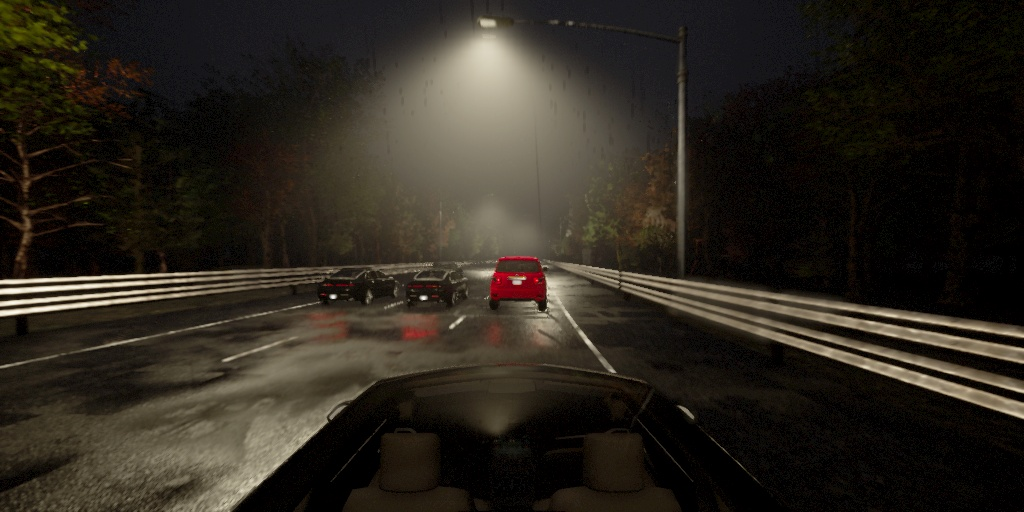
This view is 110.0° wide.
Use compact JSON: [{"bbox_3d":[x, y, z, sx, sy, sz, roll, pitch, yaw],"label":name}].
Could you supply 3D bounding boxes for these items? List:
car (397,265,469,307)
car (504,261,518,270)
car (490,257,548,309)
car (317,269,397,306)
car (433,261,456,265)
[{"bbox_3d":[-3.137,1.325,15.797,1.837,1.490,4.892,0,0,4],"label":"car"},{"bbox_3d":[-0.099,1.656,62.765,2.033,1.411,5.357,0,0,4],"label":"car"},{"bbox_3d":[0.362,1.064,15.615,2.150,2.045,5.566,0,0,4],"label":"car"},{"bbox_3d":[-6.626,1.301,16.023,1.837,1.490,4.892,0,0,4],"label":"car"},{"bbox_3d":[-5.660,1.244,30.976,2.097,1.767,4.553,0,0,4],"label":"car"}]
